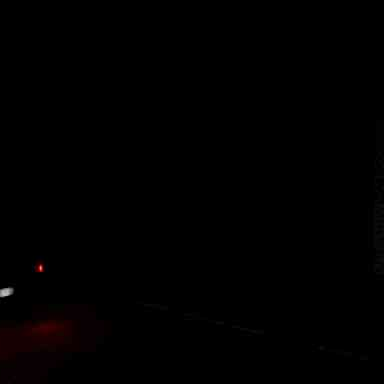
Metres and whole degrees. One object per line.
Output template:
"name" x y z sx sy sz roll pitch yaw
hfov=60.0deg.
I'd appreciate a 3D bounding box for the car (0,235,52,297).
"car" -5.307 1.576 7.426 4.718 1.301 1.895 0 0 34
